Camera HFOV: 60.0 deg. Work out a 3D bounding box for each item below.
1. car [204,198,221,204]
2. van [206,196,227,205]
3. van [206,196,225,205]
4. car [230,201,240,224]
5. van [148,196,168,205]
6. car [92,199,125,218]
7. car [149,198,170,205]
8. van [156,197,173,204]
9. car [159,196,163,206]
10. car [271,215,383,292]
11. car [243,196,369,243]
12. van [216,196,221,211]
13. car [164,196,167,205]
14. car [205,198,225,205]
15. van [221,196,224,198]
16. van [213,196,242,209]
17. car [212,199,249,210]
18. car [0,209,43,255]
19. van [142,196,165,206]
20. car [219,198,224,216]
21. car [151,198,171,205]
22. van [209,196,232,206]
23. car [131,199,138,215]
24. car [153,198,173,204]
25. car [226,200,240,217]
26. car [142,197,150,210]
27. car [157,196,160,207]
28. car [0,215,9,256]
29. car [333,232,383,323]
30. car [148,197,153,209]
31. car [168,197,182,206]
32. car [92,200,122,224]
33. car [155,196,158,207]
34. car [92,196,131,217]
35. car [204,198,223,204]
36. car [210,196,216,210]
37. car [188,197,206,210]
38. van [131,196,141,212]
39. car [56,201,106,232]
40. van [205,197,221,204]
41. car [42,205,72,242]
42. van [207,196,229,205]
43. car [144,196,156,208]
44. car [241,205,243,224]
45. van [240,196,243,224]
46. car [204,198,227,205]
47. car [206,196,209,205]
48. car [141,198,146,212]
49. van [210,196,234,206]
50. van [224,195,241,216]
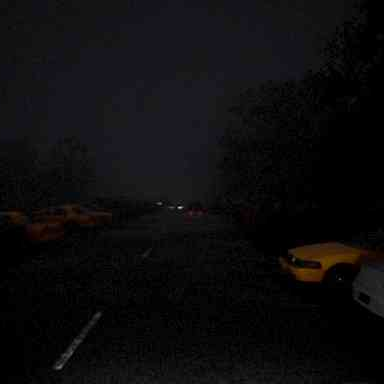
[{"bbox_3d":[5.673,2.430,91.174,4.553,1.767,2.185,0,-1,0],"label":"car"},{"bbox_3d":[5.465,1.893,74.562,4.442,1.987,1.878,0,-2,0],"label":"van"},{"bbox_3d":[5.740,2.039,80.098,4.442,1.987,1.878,0,-2,0],"label":"van"},{"bbox_3d":[5.223,1.560,22.079,4.792,1.488,2.163,0,0,0],"label":"car"},{"bbox_3d":[-7.613,1.873,74.821,4.442,1.987,1.878,0,-2,0],"label":"van"},{"bbox_3d":[-7.871,1.524,24.867,4.892,1.521,2.231,0,0,0],"label":"car"},{"bbox_3d":[-7.474,2.212,77.588,4.674,1.452,2.002,0,-2,0],"label":"car"},{"bbox_3d":[-7.277,2.239,88.695,4.442,1.987,1.878,0,-2,0],"label":"van"},{"bbox_3d":[-7.846,1.795,52.629,5.366,1.575,1.946,0,-1,0],"label":"car"},{"bbox_3d":[4.905,1.497,8.108,5.366,1.575,1.946,0,0,0],"label":"car"},{"bbox_3d":[5.161,1.258,13.646,5.566,2.045,2.435,0,0,0],"label":"car"},{"bbox_3d":[5.179,1.425,35.799,4.442,1.987,1.878,0,-1,0],"label":"van"},{"bbox_3d":[-7.604,1.883,60.955,5.008,1.535,2.097,0,-1,0],"label":"car"},{"bbox_3d":[5.637,2.338,82.862,4.892,1.521,2.231,0,-1,0],"label":"car"},{"bbox_3d":[5.392,1.397,33.027,4.442,1.987,1.878,0,-1,0],"label":"van"},{"bbox_3d":[5.536,1.596,52.543,4.442,1.987,1.878,0,-1,0],"label":"van"},{"bbox_3d":[5.372,1.764,46.877,5.008,1.535,2.097,0,-1,0],"label":"car"},{"bbox_3d":[-7.962,1.482,10.998,4.892,1.521,2.231,0,0,0],"label":"car"},{"bbox_3d":[-7.674,1.714,66.510,4.442,1.987,1.878,0,-1,0],"label":"van"},{"bbox_3d":[5.260,1.594,30.256,5.008,1.535,2.097,0,-1,0],"label":"car"},{"bbox_3d":[-7.486,2.275,80.365,4.792,1.488,2.163,0,-1,0],"label":"car"},{"bbox_3d":[5.638,1.737,66.268,4.442,1.987,1.878,0,-1,0],"label":"van"},{"bbox_3d":[-7.795,1.600,30.419,4.792,1.488,2.163,0,-1,0],"label":"car"},{"bbox_3d":[-7.410,2.391,85.915,5.008,1.535,2.097,0,-2,0],"label":"car"},{"bbox_3d":[5.243,1.576,24.719,4.792,1.488,2.163,0,0,0],"label":"car"},{"bbox_3d":[-7.792,1.685,38.747,4.792,1.488,2.163,0,-1,0],"label":"car"},{"bbox_3d":[-7.687,1.771,49.851,4.892,1.521,2.231,0,-1,0],"label":"car"},{"bbox_3d":[-7.803,1.474,8.220,5.366,1.575,1.946,0,0,0],"label":"car"},{"bbox_3d":[5.068,1.537,5.336,4.674,1.452,2.002,0,0,0],"label":"car"},{"bbox_3d":[-7.771,1.714,41.523,4.792,1.488,2.163,0,-1,0],"label":"car"},{"bbox_3d":[-3.036,2.054,65.066,1.895,1.301,4.718,0,-1,1],"label":"car"},{"bbox_3d":[-7.700,1.504,22.098,5.366,1.575,1.946,0,0,0],"label":"car"},{"bbox_3d":[-7.695,1.742,47.075,4.892,1.521,2.231,0,-1,0],"label":"car"},{"bbox_3d":[-7.813,1.419,27.647,4.553,1.767,2.185,0,0,0],"label":"car"},{"bbox_3d":[5.679,2.486,88.526,5.008,1.535,2.097,0,-2,0],"label":"car"},{"bbox_3d":[5.288,1.428,38.568,5.566,2.045,2.435,0,-1,0],"label":"car"},{"bbox_3d":[0.435,1.764,46.674,2.128,1.511,4.902,0,-1,0],"label":"car"},{"bbox_3d":[-7.687,1.374,33.197,4.442,1.987,1.878,0,-1,0],"label":"van"},{"bbox_3d":[-8.091,1.493,19.448,5.366,1.575,1.946,0,0,0],"label":"car"},{"bbox_3d":[5.841,2.403,93.944,4.442,1.987,1.878,0,-2,0],"label":"van"},{"bbox_3d":[-8.133,1.482,13.775,5.366,1.575,1.946,0,0,0],"label":"car"},{"bbox_3d":[5.426,1.766,69.172,4.442,1.987,1.878,0,-1,0],"label":"van"},{"bbox_3d":[-7.907,1.709,44.301,5.366,1.575,1.946,0,-1,0],"label":"car"},{"bbox_3d":[5.124,1.543,16.415,4.792,1.488,2.163,0,0,0],"label":"car"},{"bbox_3d":[5.291,1.295,19.309,4.442,1.987,1.878,0,0,0],"label":"van"},{"bbox_3d":[5.417,2.188,77.324,5.366,1.575,1.946,0,-2,0],"label":"car"},{"bbox_3d":[5.454,1.877,57.956,5.008,1.535,2.097,0,-1,0],"label":"car"},{"bbox_3d":[-7.812,1.657,35.972,4.792,1.488,2.163,0,-1,0],"label":"car"},{"bbox_3d":[5.618,1.710,63.623,4.442,1.987,1.878,0,-1,0],"label":"van"},{"bbox_3d":[5.126,1.342,27.474,4.442,1.987,1.878,0,0,0],"label":"van"}]
